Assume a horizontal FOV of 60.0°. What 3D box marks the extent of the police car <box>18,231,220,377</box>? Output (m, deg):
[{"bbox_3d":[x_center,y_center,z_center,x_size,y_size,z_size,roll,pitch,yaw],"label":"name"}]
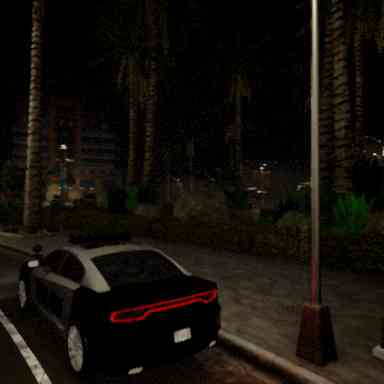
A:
[{"bbox_3d":[-1.729,1.550,6.034,1.930,1.638,5.238,1,-2,-39],"label":"police car"}]
